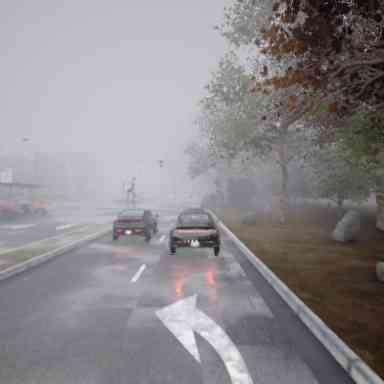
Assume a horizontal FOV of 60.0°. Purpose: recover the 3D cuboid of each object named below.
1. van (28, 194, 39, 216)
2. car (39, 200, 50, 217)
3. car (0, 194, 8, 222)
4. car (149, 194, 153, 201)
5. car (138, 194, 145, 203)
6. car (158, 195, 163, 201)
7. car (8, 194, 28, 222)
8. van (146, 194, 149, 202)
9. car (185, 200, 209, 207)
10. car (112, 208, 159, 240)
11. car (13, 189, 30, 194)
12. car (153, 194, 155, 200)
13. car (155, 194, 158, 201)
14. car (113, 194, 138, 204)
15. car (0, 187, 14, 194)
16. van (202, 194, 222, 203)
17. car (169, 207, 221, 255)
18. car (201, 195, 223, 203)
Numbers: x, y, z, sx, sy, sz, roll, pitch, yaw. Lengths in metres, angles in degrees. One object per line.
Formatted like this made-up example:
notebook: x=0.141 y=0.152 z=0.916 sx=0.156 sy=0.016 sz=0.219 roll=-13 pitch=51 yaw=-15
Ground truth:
van: x=-16.604 y=1.448 z=29.977 sx=4.442 sy=1.987 sz=1.878 roll=-1 pitch=-1 yaw=-19
car: x=-16.629 y=1.570 z=32.954 sx=4.553 sy=1.767 sz=2.185 roll=-1 pitch=0 yaw=-19
car: x=-16.792 y=1.383 z=23.905 sx=5.566 sy=2.045 sz=2.435 roll=-1 pitch=0 yaw=-20
car: x=-13.019 y=1.741 z=82.716 sx=4.892 sy=1.521 sz=2.231 roll=-1 pitch=-1 yaw=-14
car: x=-13.805 y=1.689 z=73.753 sx=5.366 sy=1.575 sz=1.946 roll=-1 pitch=-1 yaw=-15
car: x=-11.460 y=1.838 z=94.694 sx=4.674 sy=1.452 sz=2.002 roll=-1 pitch=0 yaw=-12
car: x=-16.719 y=1.403 z=26.941 sx=5.566 sy=2.045 sz=2.435 roll=-1 pitch=-1 yaw=-20
van: x=-13.246 y=1.498 z=79.746 sx=4.442 sy=1.987 sz=1.878 roll=-1 pitch=-1 yaw=-14
car: x=0.171 y=1.664 z=26.893 sx=1.837 sy=1.490 sz=4.892 roll=0 pitch=-1 yaw=0
car: x=-2.889 y=1.604 z=17.580 sx=1.837 sy=1.490 sz=4.892 roll=0 pitch=0 yaw=0
car: x=-31.169 y=0.450 z=61.633 sx=2.002 sy=1.452 sz=4.674 roll=6 pitch=-3 yaw=-19
car: x=-12.646 y=1.794 z=85.711 sx=4.674 sy=1.452 sz=2.002 roll=-1 pitch=0 yaw=-13
car: x=-12.275 y=1.809 z=88.712 sx=4.674 sy=1.452 sz=2.002 roll=-1 pitch=-1 yaw=-13
car: x=-14.449 y=1.717 z=70.760 sx=4.792 sy=1.488 sz=2.163 roll=-1 pitch=0 yaw=-15
car: x=-34.164 y=-0.112 z=61.696 sx=2.435 sy=2.045 sz=5.566 roll=6 pitch=-3 yaw=-19
van: x=4.278 y=1.414 z=73.358 sx=4.442 sy=1.987 sz=1.878 roll=1 pitch=0 yaw=-14
car: x=0.104 y=1.563 z=13.623 sx=2.128 sy=1.511 sz=4.902 roll=0 pitch=0 yaw=0
car: x=4.661 y=1.528 z=76.327 sx=4.553 sy=1.767 sz=2.185 roll=1 pitch=0 yaw=-14
